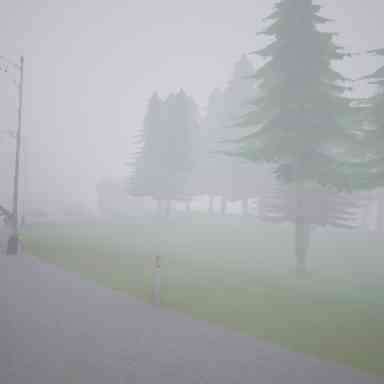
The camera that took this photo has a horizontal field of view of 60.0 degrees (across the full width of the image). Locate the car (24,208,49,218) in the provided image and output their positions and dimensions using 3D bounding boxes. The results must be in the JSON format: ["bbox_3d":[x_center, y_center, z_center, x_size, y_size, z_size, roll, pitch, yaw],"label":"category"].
[{"bbox_3d":[-21.388,2.880,45.644,1.994,1.385,4.181,3,-4,5],"label":"car"}]

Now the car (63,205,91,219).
[{"bbox_3d":[-19.452,3.433,56.612,2.150,2.045,5.566,3,-5,19],"label":"car"}]

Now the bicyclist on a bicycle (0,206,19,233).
[{"bbox_3d":[-11.394,1.681,20.180,1.656,1.620,0.582,3,-2,-27],"label":"bicyclist on a bicycle"}]
